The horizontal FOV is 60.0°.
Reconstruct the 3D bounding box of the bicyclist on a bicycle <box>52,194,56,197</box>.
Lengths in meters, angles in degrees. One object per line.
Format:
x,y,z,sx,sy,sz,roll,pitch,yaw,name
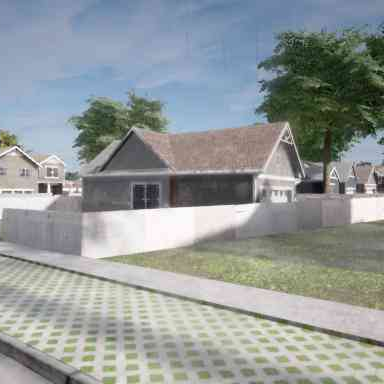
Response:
-13.073,1.028,31.582,1.656,1.620,0.582,0,1,34,bicyclist on a bicycle
